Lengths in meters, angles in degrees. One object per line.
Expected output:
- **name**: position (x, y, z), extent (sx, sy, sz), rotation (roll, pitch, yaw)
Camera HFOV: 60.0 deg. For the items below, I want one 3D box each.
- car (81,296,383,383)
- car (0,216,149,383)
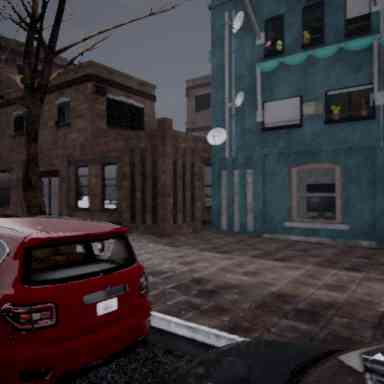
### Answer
- **car**: position (1.668, 1.555, 1.697), extent (4.403, 1.369, 2.008), rotation (1, 0, 36)
- **car**: position (-2.843, 1.276, 4.920), extent (5.009, 1.841, 2.192), rotation (1, 0, 36)
